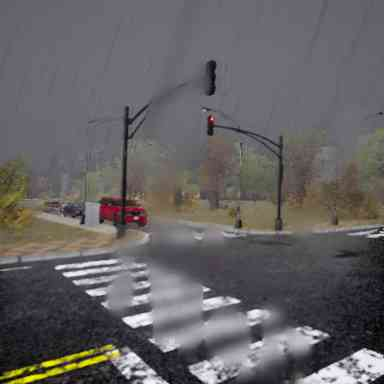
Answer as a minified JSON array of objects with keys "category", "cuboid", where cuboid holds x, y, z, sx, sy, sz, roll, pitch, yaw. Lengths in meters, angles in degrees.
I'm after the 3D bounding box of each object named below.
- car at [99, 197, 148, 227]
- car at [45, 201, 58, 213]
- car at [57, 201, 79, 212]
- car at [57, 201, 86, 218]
[{"category":"car","cuboid":[-5.273,1.422,24.575,2.150,2.045,5.566,3,-2,-35]},{"category":"car","cuboid":[-17.232,1.849,41.296,1.812,1.442,4.674,3,-2,-34]},{"category":"car","cuboid":[-17.647,2.003,47.151,1.812,1.442,4.674,3,-2,-34]},{"category":"car","cuboid":[-11.339,1.805,32.839,2.033,1.411,5.357,3,-2,-35]}]
